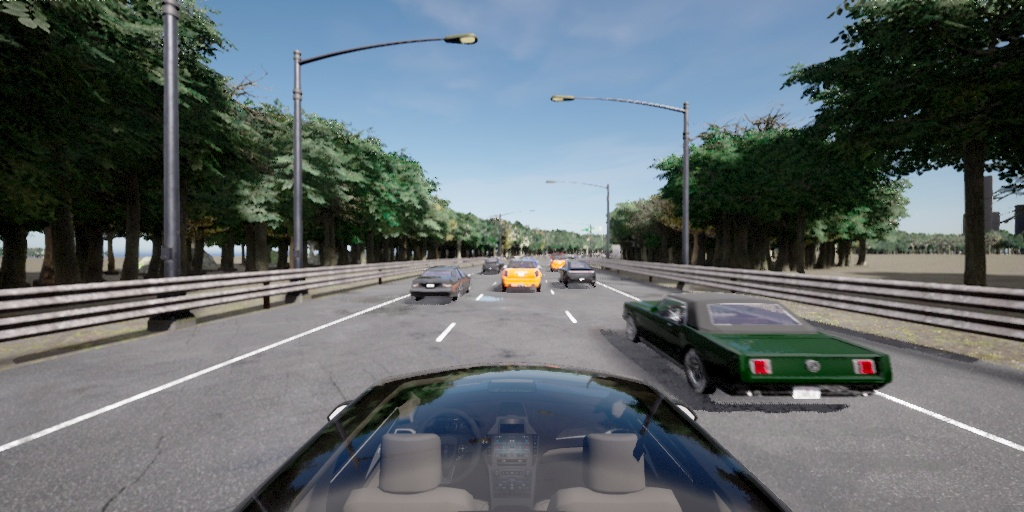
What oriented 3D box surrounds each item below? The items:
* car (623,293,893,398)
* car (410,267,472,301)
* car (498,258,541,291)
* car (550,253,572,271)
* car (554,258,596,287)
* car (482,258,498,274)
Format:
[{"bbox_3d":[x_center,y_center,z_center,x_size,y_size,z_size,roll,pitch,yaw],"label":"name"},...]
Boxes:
[{"bbox_3d":[3.534,1.318,6.472,1.895,1.301,4.718,0,0,1],"label":"car"},{"bbox_3d":[-3.107,1.193,16.601,2.033,1.411,5.357,0,0,2],"label":"car"},{"bbox_3d":[0.584,0.970,20.606,2.097,1.767,4.553,0,0,3],"label":"car"},{"bbox_3d":[5.534,0.811,41.808,2.097,1.767,4.553,0,0,6],"label":"car"},{"bbox_3d":[4.063,1.096,22.628,2.128,1.511,4.902,0,0,3],"label":"car"},{"bbox_3d":[-1.848,0.990,36.767,2.128,1.511,4.902,0,0,5],"label":"car"}]
